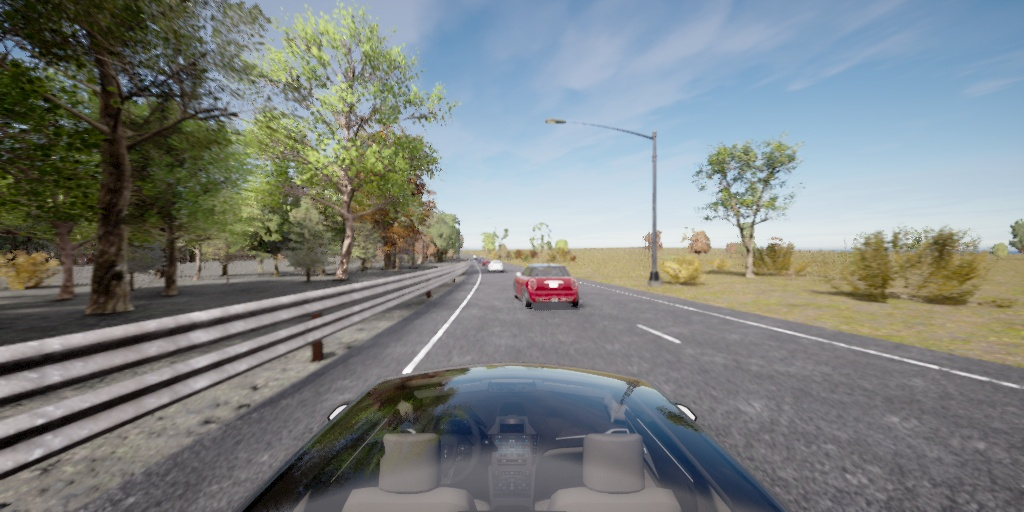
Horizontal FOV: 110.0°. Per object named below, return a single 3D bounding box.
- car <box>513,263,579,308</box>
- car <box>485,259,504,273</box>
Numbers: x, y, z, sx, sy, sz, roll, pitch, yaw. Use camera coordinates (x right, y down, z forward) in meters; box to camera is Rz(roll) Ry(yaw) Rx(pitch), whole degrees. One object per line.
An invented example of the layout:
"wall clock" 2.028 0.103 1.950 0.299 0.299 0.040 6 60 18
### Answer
"car" 1.301 1.103 15.350 2.097 1.767 4.553 0 0 -7
"car" -2.031 1.279 44.152 1.812 1.442 4.674 0 0 -7
